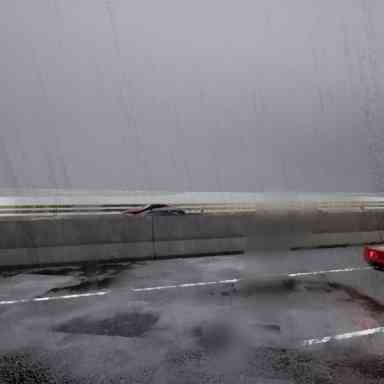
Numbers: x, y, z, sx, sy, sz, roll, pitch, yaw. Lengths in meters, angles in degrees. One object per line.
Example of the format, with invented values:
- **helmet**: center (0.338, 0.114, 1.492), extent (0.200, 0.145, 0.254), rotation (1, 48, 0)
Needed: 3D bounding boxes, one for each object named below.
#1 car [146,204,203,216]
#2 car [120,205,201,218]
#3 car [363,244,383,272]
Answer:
- **car**: center (-1.800, 1.603, 20.513), extent (4.718, 1.301, 1.895), rotation (0, 0, -19)
- **car**: center (-1.969, 1.566, 16.748), extent (4.181, 1.385, 1.994), rotation (0, 0, -19)
- **car**: center (6.899, 1.605, 8.495), extent (4.718, 1.301, 1.895), rotation (0, 0, -19)
